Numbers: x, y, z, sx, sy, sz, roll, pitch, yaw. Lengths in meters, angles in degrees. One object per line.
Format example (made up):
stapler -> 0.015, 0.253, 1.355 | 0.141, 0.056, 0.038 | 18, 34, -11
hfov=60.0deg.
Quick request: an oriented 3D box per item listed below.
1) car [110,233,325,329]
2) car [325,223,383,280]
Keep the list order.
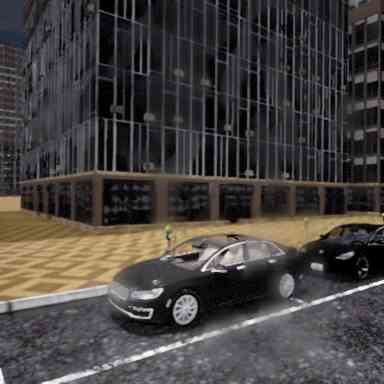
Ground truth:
car -> 0.516, 1.590, 6.918 | 4.403, 1.369, 2.008 | 1, 0, -35
car -> 5.153, 1.656, 10.220 | 4.313, 1.339, 1.947 | 1, 0, -35
